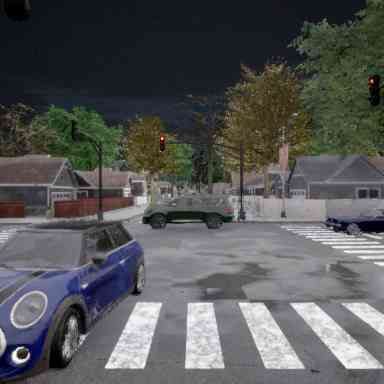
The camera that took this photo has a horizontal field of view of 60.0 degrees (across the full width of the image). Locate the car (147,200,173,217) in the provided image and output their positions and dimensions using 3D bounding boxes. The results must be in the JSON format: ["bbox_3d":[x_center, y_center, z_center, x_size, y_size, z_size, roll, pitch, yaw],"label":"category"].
[{"bbox_3d":[-3.032,1.567,32.879,2.033,1.411,5.357,0,0,0],"label":"car"}]

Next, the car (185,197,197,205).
[{"bbox_3d":[-0.196,1.617,61.040,1.994,1.385,4.181,0,0,0],"label":"car"}]

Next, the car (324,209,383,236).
[{"bbox_3d":[9.466,1.534,17.257,4.718,1.301,1.895,0,0,0],"label":"car"}]

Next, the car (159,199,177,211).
[{"bbox_3d":[-3.013,1.594,42.768,1.994,1.385,4.181,0,0,0],"label":"car"}]

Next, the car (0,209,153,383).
[{"bbox_3d":[-2.371,1.353,5.823,2.097,1.767,4.553,0,0,9],"label":"car"}]

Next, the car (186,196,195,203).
[{"bbox_3d":[-0.321,1.574,73.379,1.837,1.490,4.892,0,0,0],"label":"car"}]

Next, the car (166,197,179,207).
[{"bbox_3d":[-3.032,1.568,53.018,1.812,1.442,4.674,0,0,0],"label":"car"}]

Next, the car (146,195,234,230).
[{"bbox_3d":[-0.223,1.228,20.515,5.566,2.045,2.150,0,0,0],"label":"car"}]
